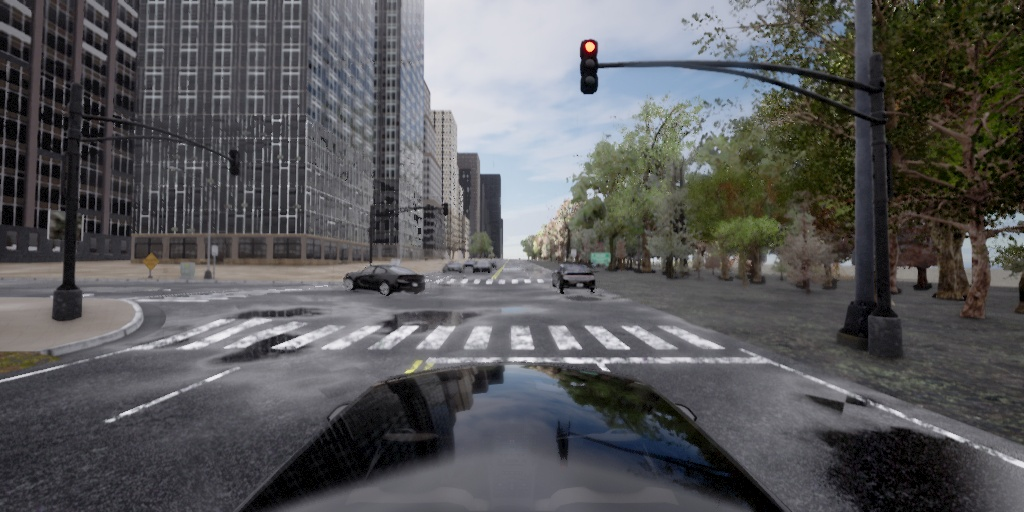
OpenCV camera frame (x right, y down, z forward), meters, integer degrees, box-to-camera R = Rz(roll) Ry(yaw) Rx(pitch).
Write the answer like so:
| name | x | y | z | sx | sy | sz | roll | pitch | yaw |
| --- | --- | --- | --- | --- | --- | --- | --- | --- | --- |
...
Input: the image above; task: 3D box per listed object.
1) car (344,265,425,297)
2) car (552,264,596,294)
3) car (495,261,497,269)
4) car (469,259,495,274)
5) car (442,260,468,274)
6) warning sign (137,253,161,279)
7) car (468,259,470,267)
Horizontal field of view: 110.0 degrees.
| name | x | y | z | sx | sy | sz | roll | pitch | yaw |
| --- | --- | --- | --- | --- | --- | --- | --- | --- | --- |
| car | -6.755 | 1.191 | 18.773 | 5.008 | 1.535 | 1.882 | 2 | -2 | 34 |
| car | 3.368 | 1.189 | 20.143 | 2.128 | 1.511 | 4.902 | 1 | 1 | 0 |
| car | -3.322 | 1.308 | 56.384 | 1.895 | 1.301 | 4.718 | 0 | 0 | 0 |
| car | -3.336 | 1.198 | 40.585 | 1.882 | 1.535 | 5.008 | 0 | 1 | 0 |
| car | -6.585 | 1.283 | 40.662 | 1.994 | 1.385 | 4.181 | 0 | 0 | 0 |
| warning sign | -26.156 | 0.699 | 25.922 | 1.060 | 1.860 | 1.300 | 0 | 0 | -4 |
| car | -6.570 | 1.254 | 57.122 | 2.033 | 1.411 | 5.357 | 0 | 0 | 0 |
